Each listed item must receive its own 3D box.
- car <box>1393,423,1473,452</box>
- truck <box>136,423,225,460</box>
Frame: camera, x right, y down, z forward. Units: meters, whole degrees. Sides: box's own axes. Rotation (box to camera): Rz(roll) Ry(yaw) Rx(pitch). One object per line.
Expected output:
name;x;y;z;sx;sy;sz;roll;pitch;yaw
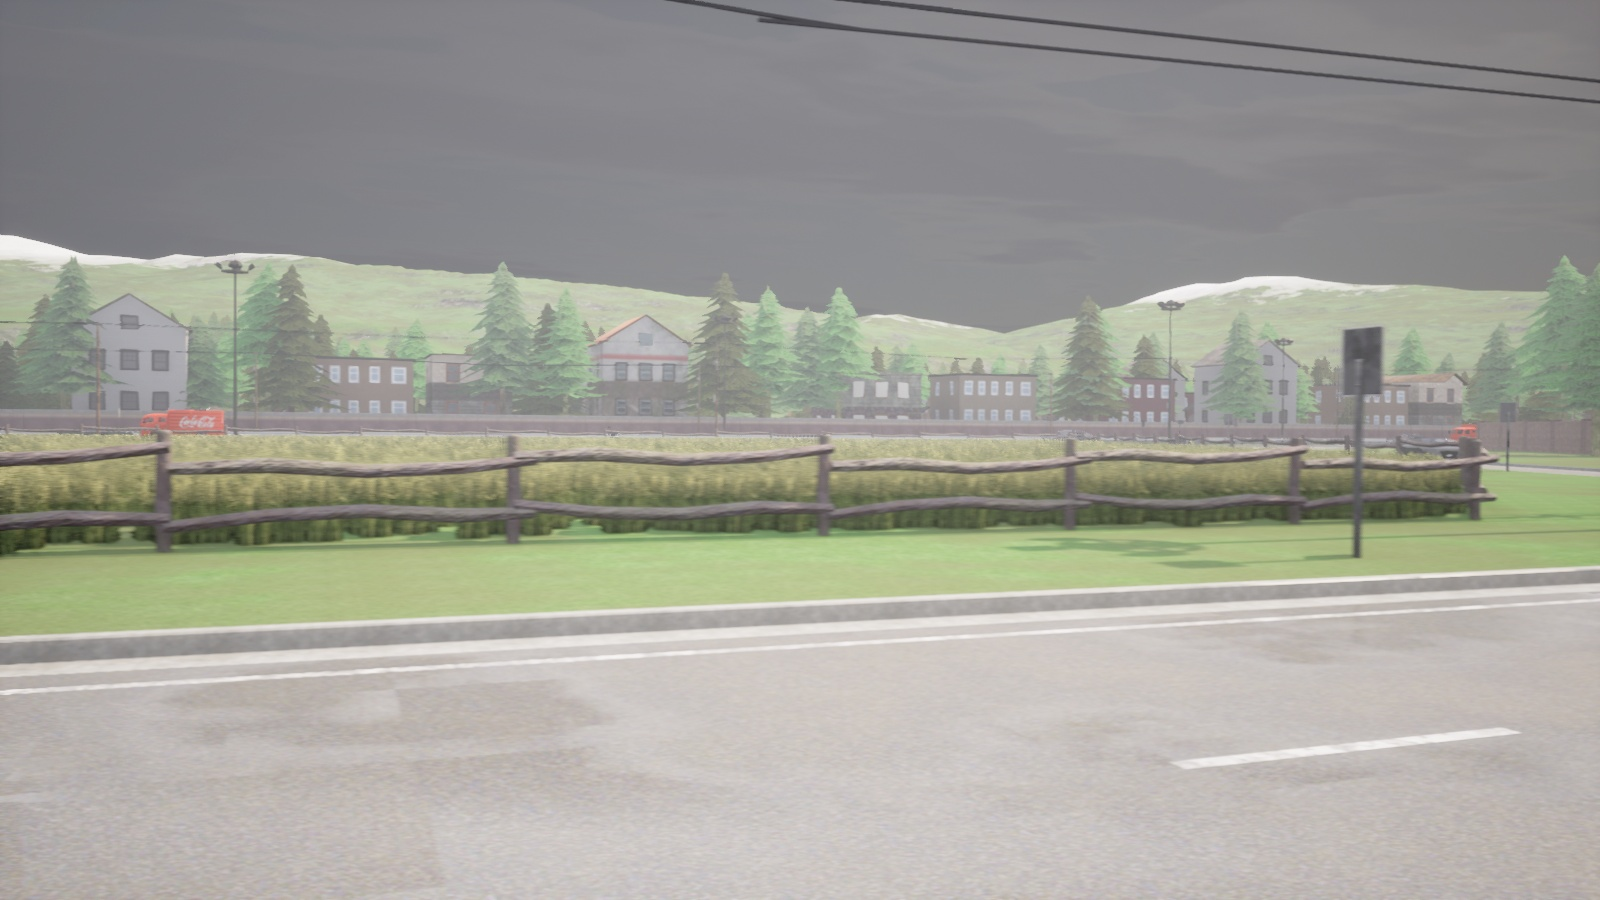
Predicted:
car;30.983;-0.632;61.614;1.994;1.385;4.181;-1;1;3
truck;-42.649;-0.611;86.581;5.204;2.467;2.627;-1;1;-21
